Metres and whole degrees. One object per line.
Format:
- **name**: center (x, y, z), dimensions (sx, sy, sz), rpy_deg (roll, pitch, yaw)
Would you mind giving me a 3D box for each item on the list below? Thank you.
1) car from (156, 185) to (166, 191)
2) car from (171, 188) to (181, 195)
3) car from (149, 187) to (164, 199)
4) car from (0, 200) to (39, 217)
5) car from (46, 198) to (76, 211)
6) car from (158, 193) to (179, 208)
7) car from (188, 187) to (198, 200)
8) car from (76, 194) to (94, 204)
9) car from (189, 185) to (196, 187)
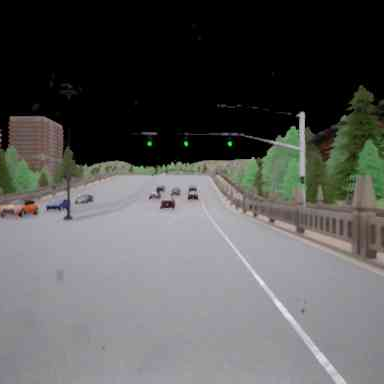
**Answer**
- **car**: center (-6.856, -0.796, 72.669), dimensions (1.837, 1.490, 4.892), rpy_deg (0, 7, 0)
- **car**: center (-3.282, -0.188, 67.964), dimensions (2.033, 1.411, 5.357), rpy_deg (0, 7, 0)
- **car**: center (-6.826, 0.501, 61.742), dimensions (1.812, 1.442, 4.674), rpy_deg (0, 6, 0)
- **car**: center (-17.577, 1.588, 34.024), dimensions (2.097, 1.767, 4.553), rpy_deg (0, 0, 0)
- **car**: center (-17.561, 1.632, 44.042), dimensions (1.882, 1.535, 5.008), rpy_deg (0, 2, 0)
- **car**: center (-3.383, 1.476, 48.153), dimensions (1.882, 1.535, 5.008), rpy_deg (0, 3, 0)
- **car**: center (0.178, 0.548, 60.740), dimensions (1.882, 1.535, 5.008), rpy_deg (0, 6, 0)
- **car**: center (-17.512, 1.120, 54.384), dimensions (2.128, 1.511, 4.902), rpy_deg (0, 4, 1)
- **car**: center (0.141, -0.747, 72.217), dimensions (1.837, 1.490, 4.892), rpy_deg (0, 7, 0)
